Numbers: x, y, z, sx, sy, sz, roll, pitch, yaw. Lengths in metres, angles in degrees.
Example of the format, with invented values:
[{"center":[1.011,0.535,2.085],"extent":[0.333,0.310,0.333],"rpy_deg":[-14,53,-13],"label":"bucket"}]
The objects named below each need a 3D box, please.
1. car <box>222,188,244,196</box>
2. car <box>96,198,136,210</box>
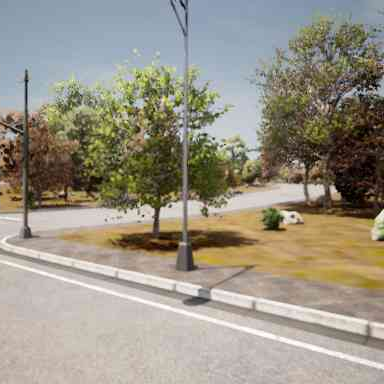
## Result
[{"center":[7.130,0.047,58.000],"extent":[1.895,1.301,4.718],"rpy_deg":[0,3,38],"label":"car"},{"center":[-8.672,1.144,38.156],"extent":[2.128,1.511,4.902],"rpy_deg":[0,2,39],"label":"car"}]
